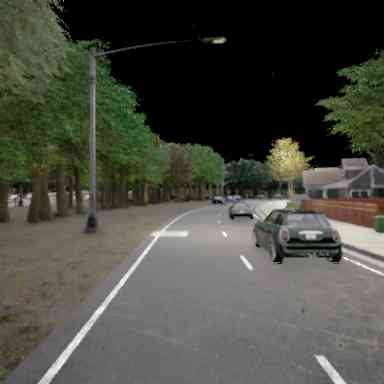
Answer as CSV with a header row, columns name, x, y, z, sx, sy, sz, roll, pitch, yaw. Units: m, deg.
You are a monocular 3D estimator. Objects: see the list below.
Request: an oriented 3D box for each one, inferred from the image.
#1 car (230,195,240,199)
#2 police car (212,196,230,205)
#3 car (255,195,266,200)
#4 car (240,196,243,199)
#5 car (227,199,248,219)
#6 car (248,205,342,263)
name,x,y,z,sx,sy,sz,roll,pitch,yaw
car,7.776,1.519,67.620,1.812,1.442,4.674,0,0,19
police car,4.801,1.443,58.236,1.930,1.638,5.238,0,0,16
car,18.436,1.444,89.321,1.895,1.301,4.718,0,0,28
car,9.869,1.456,73.214,1.882,1.535,5.008,0,0,22
car,4.310,1.602,29.594,1.994,1.385,4.181,0,0,5
car,3.603,1.373,12.192,2.097,1.767,4.553,0,0,0
